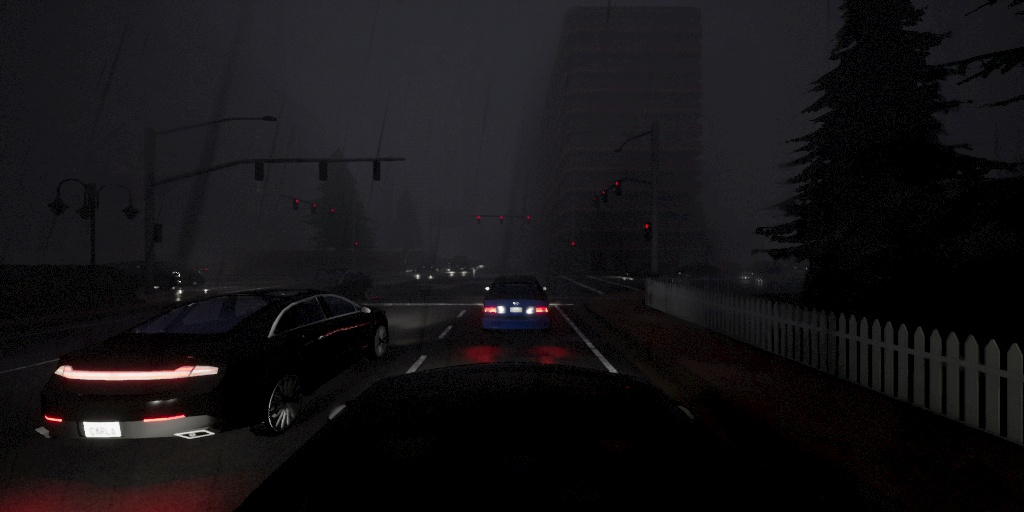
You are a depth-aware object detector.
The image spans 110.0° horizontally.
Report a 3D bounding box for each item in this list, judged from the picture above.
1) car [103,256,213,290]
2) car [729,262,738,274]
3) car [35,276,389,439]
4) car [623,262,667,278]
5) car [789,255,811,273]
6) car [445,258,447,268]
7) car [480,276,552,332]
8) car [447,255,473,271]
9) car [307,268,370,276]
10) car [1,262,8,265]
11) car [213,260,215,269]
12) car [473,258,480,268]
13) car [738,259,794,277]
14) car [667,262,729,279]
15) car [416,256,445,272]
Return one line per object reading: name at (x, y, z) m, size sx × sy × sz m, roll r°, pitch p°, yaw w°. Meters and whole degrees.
car at (-21.138, 1.047, 21.359) m, size 4.553 × 1.767 × 2.097 m, roll 0°, pitch 0°, yaw 0°
car at (22.042, 1.295, 37.021) m, size 4.718 × 1.301 × 1.895 m, roll 0°, pitch 0°, yaw -30°
car at (-3.428, 1.242, 5.433) m, size 2.128 × 1.511 × 4.902 m, roll 0°, pitch 0°, yaw 0°
car at (13.143, 1.242, 33.454) m, size 5.357 × 1.411 × 2.033 m, roll 0°, pitch 0°, yaw -13°
car at (32.717, 0.916, 41.019) m, size 2.150 × 2.045 × 5.566 m, roll 0°, pitch 0°, yaw 43°
car at (-10.552, 1.103, 57.162) m, size 2.097 × 1.767 × 4.553 m, roll 0°, pitch 0°, yaw 0°
car at (0.119, 1.297, 10.847) m, size 2.033 × 1.411 × 5.357 m, roll 0°, pitch 0°, yaw 1°
car at (-7.076, 0.971, 49.176) m, size 2.150 × 2.045 × 5.566 m, roll 0°, pitch 0°, yaw 0°
car at (-7.091, 1.243, 14.168) m, size 2.128 × 1.511 × 4.902 m, roll 0°, pitch 0°, yaw 0°
car at (-30.613, 1.242, 21.303) m, size 5.357 × 1.411 × 2.033 m, roll 0°, pitch 0°, yaw 0°
car at (-30.267, 1.242, 31.975) m, size 5.357 × 1.411 × 2.033 m, roll 0°, pitch 0°, yaw 0°
car at (-7.038, 1.255, 61.241) m, size 1.837 × 1.490 × 4.892 m, roll 0°, pitch 0°, yaw 0°
car at (24.356, 1.242, 34.310) m, size 5.357 × 1.411 × 2.033 m, roll 0°, pitch 0°, yaw -31°
car at (15.877, 1.259, 30.630) m, size 4.181 × 1.385 × 1.994 m, roll 0°, pitch 0°, yaw -20°
car at (-10.547, 0.972, 46.016) m, size 2.150 × 2.045 × 5.566 m, roll 0°, pitch 0°, yaw 2°
